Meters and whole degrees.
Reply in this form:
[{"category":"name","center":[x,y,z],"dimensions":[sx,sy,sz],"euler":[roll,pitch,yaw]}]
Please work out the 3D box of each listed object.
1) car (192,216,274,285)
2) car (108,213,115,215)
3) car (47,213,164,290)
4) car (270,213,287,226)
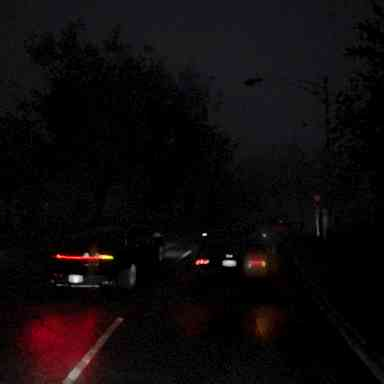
[{"category":"car","center":[1.203,1.596,9.659],"dimensions":[2.033,1.411,5.357],"euler":[-1,0,9]},{"category":"car","center":[-15.194,4.803,63.153],"dimensions":[4.902,1.511,2.128],"euler":[1,-4,-15]},{"category":"car","center":[-2.087,1.578,9.339],"dimensions":[1.837,1.490,4.892],"euler":[-1,0,8]},{"category":"car","center":[10.501,3.377,41.116],"dimensions":[1.837,1.490,4.892],"euler":[1,-4,5]}]
